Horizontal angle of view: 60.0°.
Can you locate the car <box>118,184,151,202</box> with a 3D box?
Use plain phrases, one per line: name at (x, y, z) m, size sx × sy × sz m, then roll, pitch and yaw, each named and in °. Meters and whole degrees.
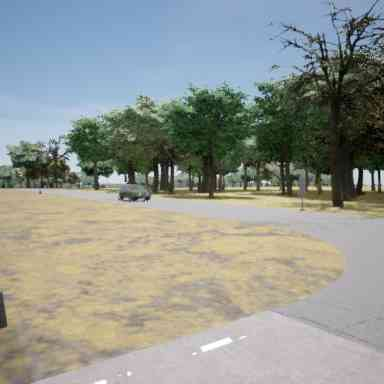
car at (-7.150, 0.117, 40.800) m, size 2.150 × 2.045 × 5.566 m, roll -1°, pitch 2°, yaw -36°
